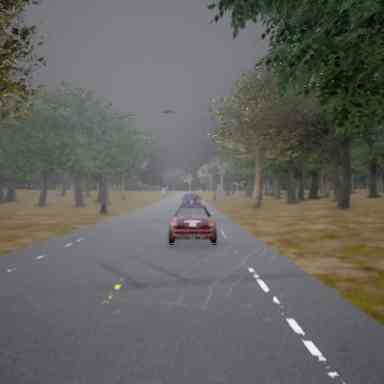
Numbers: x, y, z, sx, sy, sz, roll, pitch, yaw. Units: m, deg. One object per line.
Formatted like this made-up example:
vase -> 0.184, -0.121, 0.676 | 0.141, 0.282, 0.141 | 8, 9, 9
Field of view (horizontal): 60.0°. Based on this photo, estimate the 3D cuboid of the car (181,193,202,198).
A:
car -> -0.052, 1.180, 37.381 | 2.150, 2.045, 5.566 | 0, 0, 0

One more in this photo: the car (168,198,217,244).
car -> 0.030, 1.365, 15.938 | 2.097, 1.767, 4.553 | 0, 0, 0
